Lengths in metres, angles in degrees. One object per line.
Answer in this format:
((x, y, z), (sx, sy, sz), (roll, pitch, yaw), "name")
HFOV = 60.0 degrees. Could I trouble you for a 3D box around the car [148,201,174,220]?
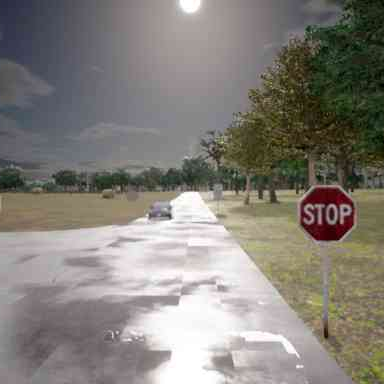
((-2.551, 1.505, 28.210), (1.812, 1.442, 4.674), (0, 0, 0), "car")
